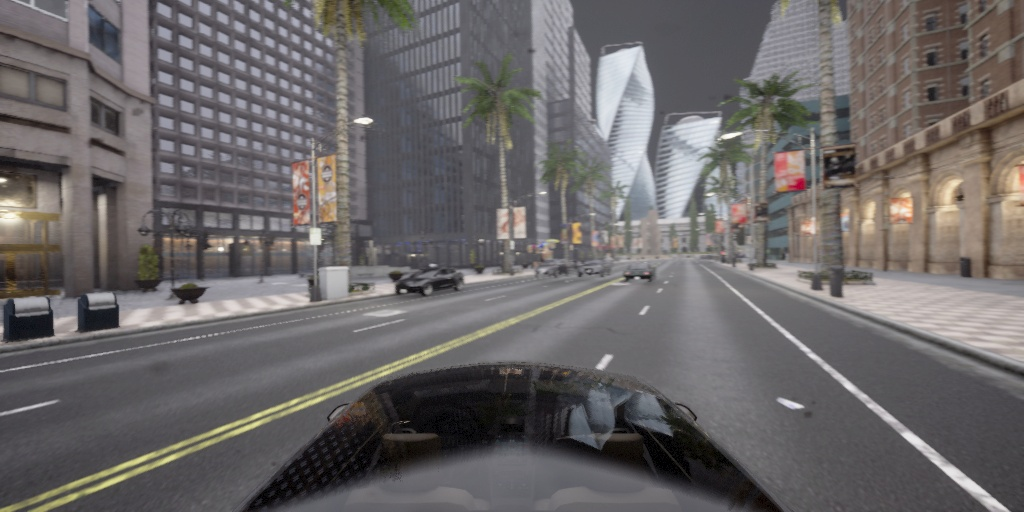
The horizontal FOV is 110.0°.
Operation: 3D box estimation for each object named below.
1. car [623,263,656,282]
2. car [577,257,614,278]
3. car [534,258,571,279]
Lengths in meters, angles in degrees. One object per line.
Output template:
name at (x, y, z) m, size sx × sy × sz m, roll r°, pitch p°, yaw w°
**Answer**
car at (9.525, 1.188, 26.481) m, size 1.895 × 1.301 × 4.718 m, roll -1°, pitch 0°, yaw 26°
car at (6.588, 0.927, 28.427) m, size 1.994 × 1.385 × 4.181 m, roll -1°, pitch 0°, yaw 27°
car at (3.457, 0.972, 29.992) m, size 2.128 × 1.511 × 4.902 m, roll -1°, pitch 0°, yaw 27°
